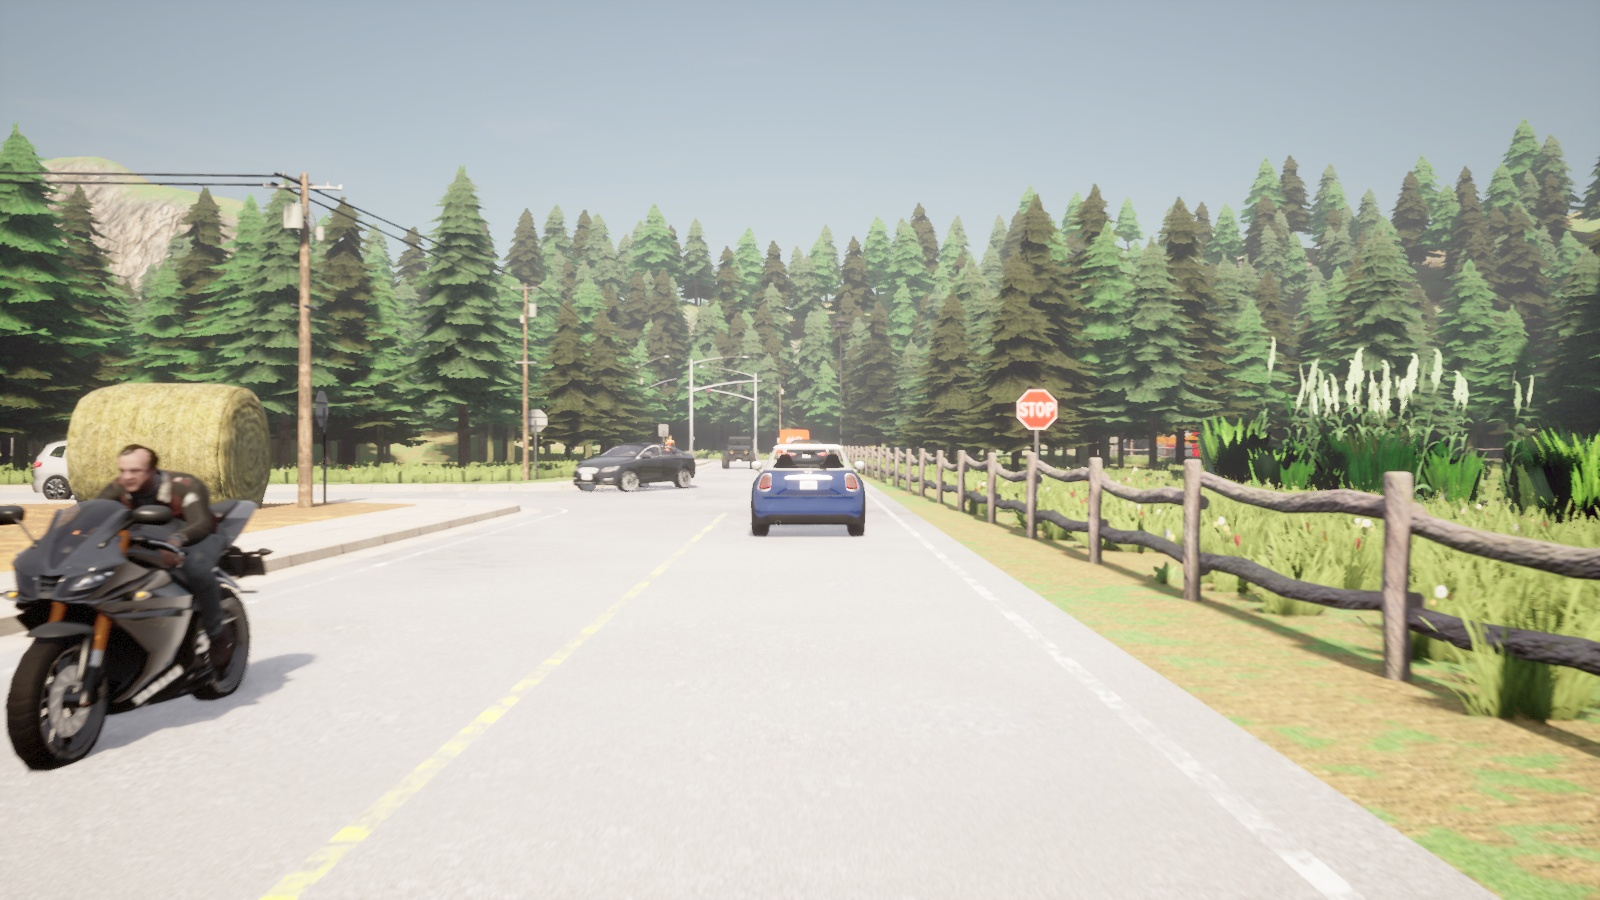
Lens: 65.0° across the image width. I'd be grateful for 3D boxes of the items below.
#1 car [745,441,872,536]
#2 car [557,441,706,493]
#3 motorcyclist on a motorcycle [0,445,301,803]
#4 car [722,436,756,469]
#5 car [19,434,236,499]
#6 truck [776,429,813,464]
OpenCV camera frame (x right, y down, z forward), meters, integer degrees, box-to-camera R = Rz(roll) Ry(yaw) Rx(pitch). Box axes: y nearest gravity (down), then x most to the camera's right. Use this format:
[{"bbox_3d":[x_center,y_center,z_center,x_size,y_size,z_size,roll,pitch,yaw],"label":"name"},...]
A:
[{"bbox_3d":[0.137,0.591,21.441,1.970,1.475,3.806,0,0,0],"label":"car"},{"bbox_3d":[-5.276,0.489,39.986,2.128,1.511,4.902,0,1,31],"label":"car"},{"bbox_3d":[-3.448,0.742,6.472,0.866,1.530,2.191,0,0,0],"label":"motorcyclist on a motorcycle"},{"bbox_3d":[-3.520,0.137,72.881,1.905,1.878,3.866,0,0,-1],"label":"car"},{"bbox_3d":[-17.859,0.422,33.544,4.611,1.667,2.242,0,0,-2],"label":"car"},{"bbox_3d":[-0.459,-0.253,92.439,2.627,2.467,5.204,0,0,-2],"label":"truck"}]
